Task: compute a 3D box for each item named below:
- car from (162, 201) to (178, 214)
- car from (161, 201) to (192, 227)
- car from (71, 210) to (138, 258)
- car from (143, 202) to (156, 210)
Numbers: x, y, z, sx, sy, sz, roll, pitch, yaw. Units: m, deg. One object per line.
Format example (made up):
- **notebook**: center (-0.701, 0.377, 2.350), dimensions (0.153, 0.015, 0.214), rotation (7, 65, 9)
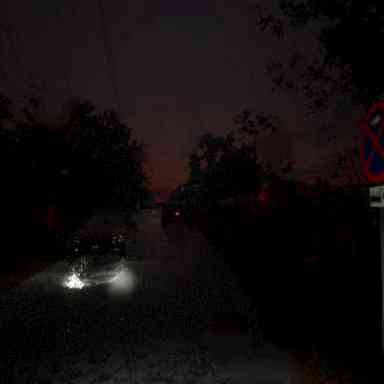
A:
- **car**: center (-2.879, 1.932, 42.798), dimensions (1.882, 1.535, 5.008), rotation (0, -1, -6)
- **car**: center (-1.166, 1.526, 24.567), dimensions (2.097, 1.767, 4.553), rotation (0, -1, -5)
- **car**: center (-3.309, 1.544, 13.352), dimensions (1.882, 1.535, 5.008), rotation (0, 0, -3)
- **car**: center (-6.954, 2.283, 55.105), dimensions (2.033, 1.411, 5.357), rotation (0, -1, -5)
